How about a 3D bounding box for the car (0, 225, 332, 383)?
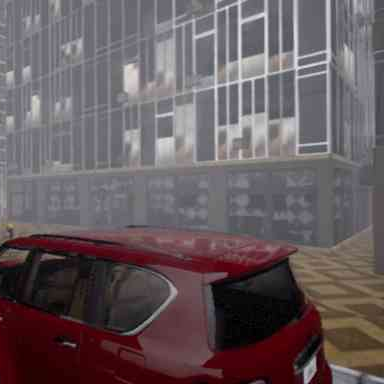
[{"bbox_3d":[-1.127,1.310,3.696,5.009,1.841,2.192,0,0,36],"label":"car"}]
